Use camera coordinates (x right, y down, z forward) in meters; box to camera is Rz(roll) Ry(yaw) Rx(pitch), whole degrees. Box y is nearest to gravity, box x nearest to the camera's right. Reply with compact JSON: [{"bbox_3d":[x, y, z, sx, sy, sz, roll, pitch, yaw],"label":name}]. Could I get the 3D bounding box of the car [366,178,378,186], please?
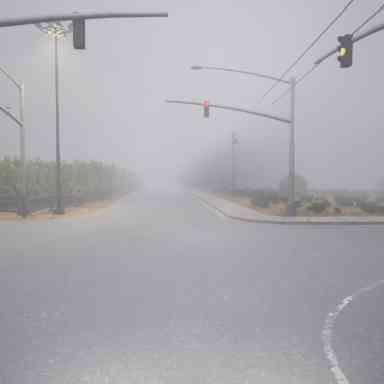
[{"bbox_3d":[42.114,-2.271,77.576,1.905,1.878,3.866,10,10,41],"label":"car"}]
